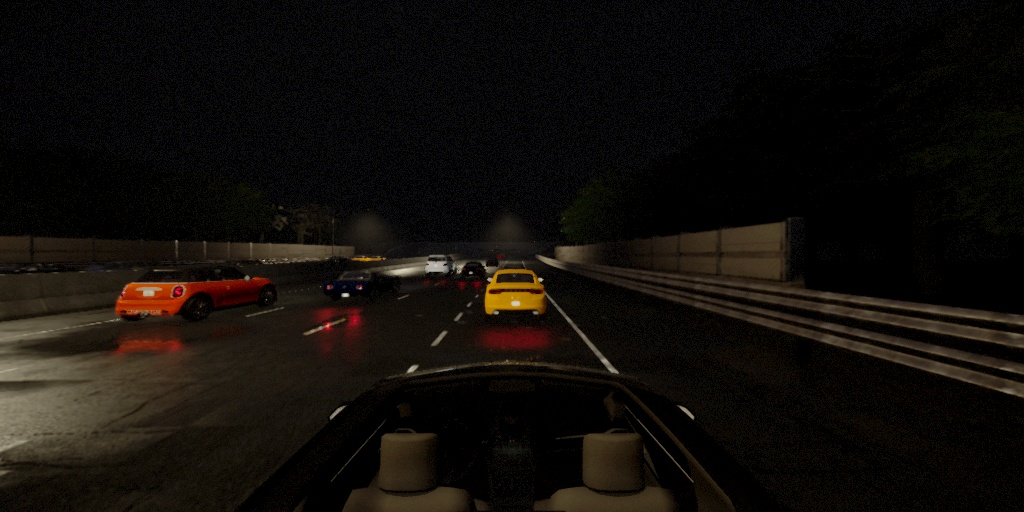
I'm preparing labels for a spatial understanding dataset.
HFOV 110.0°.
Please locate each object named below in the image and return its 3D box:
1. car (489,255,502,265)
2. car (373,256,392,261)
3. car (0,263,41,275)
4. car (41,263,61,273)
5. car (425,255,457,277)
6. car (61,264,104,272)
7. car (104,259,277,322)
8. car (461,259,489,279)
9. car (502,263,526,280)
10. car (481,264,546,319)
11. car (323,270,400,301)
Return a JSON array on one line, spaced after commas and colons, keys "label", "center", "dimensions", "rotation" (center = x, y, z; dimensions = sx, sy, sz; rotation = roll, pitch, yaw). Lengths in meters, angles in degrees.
[{"label": "car", "center": [-3.161, 0.982, 58.609], "dimensions": [1.994, 1.385, 4.181], "rotation": [0, 1, 1]}, {"label": "car", "center": [-20.673, 0.967, 59.216], "dimensions": [1.994, 1.385, 4.181], "rotation": [0, 1, 1]}, {"label": "car", "center": [-31.540, 1.209, 23.178], "dimensions": [2.128, 1.511, 4.902], "rotation": [0, 0, 0]}, {"label": "car", "center": [-28.036, 1.262, 24.902], "dimensions": [2.033, 1.411, 5.357], "rotation": [0, 0, 0]}, {"label": "car", "center": [-6.784, 0.919, 34.671], "dimensions": [2.150, 2.045, 5.566], "rotation": [0, 0, 0]}, {"label": "car", "center": [-24.543, 1.070, 22.756], "dimensions": [2.097, 1.767, 4.553], "rotation": [0, 0, 0]}, {"label": "car", "center": [-10.385, 1.086, 12.379], "dimensions": [2.097, 1.767, 4.553], "rotation": [0, 0, 0]}, {"label": "car", "center": [-3.400, 1.231, 32.080], "dimensions": [1.812, 1.442, 4.674], "rotation": [0, 0, 0]}, {"label": "car", "center": [0.194, 1.308, 31.095], "dimensions": [1.895, 1.301, 4.718], "rotation": [0, 0, 0]}, {"label": "car", "center": [0.116, 1.212, 12.793], "dimensions": [1.882, 1.535, 5.008], "rotation": [0, 0, 0]}, {"label": "car", "center": [-6.873, 1.329, 17.029], "dimensions": [1.895, 1.301, 4.718], "rotation": [0, 0, 0]}]
